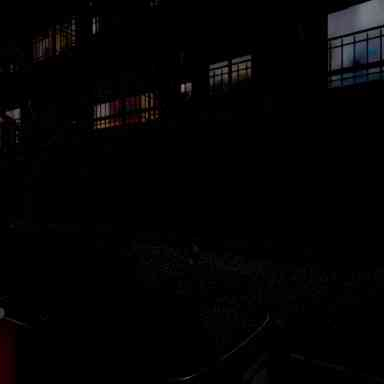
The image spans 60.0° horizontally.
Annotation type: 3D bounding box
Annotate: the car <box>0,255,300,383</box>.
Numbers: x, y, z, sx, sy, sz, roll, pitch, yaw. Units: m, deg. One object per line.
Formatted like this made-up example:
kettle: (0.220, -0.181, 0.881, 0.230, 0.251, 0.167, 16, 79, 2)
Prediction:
car: (-1.070, 1.440, 3.630, 4.097, 1.590, 1.967, 0, 0, 35)
